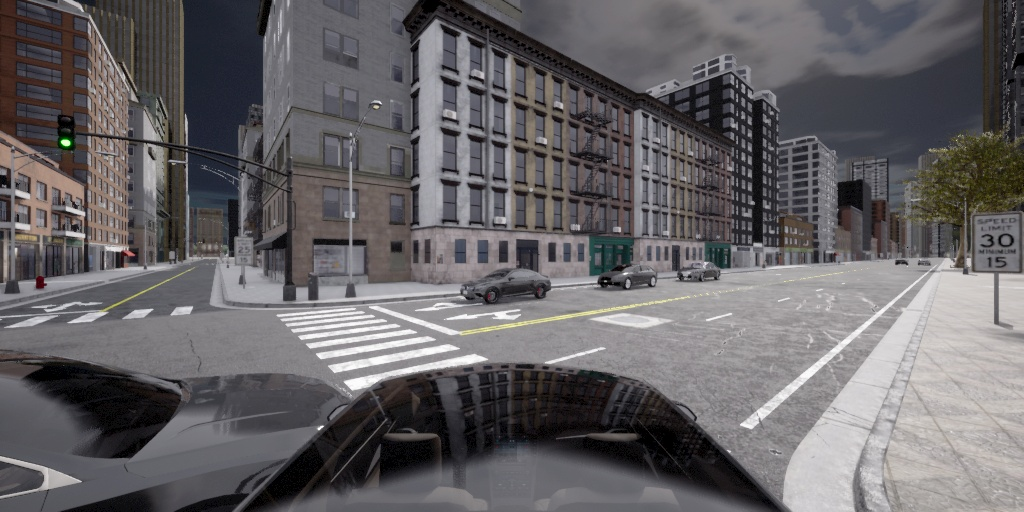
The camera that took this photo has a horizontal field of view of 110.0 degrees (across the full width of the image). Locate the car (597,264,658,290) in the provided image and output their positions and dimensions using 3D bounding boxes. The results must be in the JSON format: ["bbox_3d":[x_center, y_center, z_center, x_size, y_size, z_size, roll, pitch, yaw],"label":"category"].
[{"bbox_3d":[7.464,1.257,22.946,4.892,1.490,1.837,0,0,-39],"label":"car"}]

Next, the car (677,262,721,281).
[{"bbox_3d":[15.420,1.234,29.482,4.902,1.511,2.128,0,0,-39],"label":"car"}]

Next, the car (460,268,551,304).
[{"bbox_3d":[-0.176,1.286,16.658,4.674,1.442,1.812,0,0,-39],"label":"car"}]

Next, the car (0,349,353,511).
[{"bbox_3d":[-3.237,1.257,1.661,4.892,1.490,1.837,0,0,-35],"label":"car"}]
